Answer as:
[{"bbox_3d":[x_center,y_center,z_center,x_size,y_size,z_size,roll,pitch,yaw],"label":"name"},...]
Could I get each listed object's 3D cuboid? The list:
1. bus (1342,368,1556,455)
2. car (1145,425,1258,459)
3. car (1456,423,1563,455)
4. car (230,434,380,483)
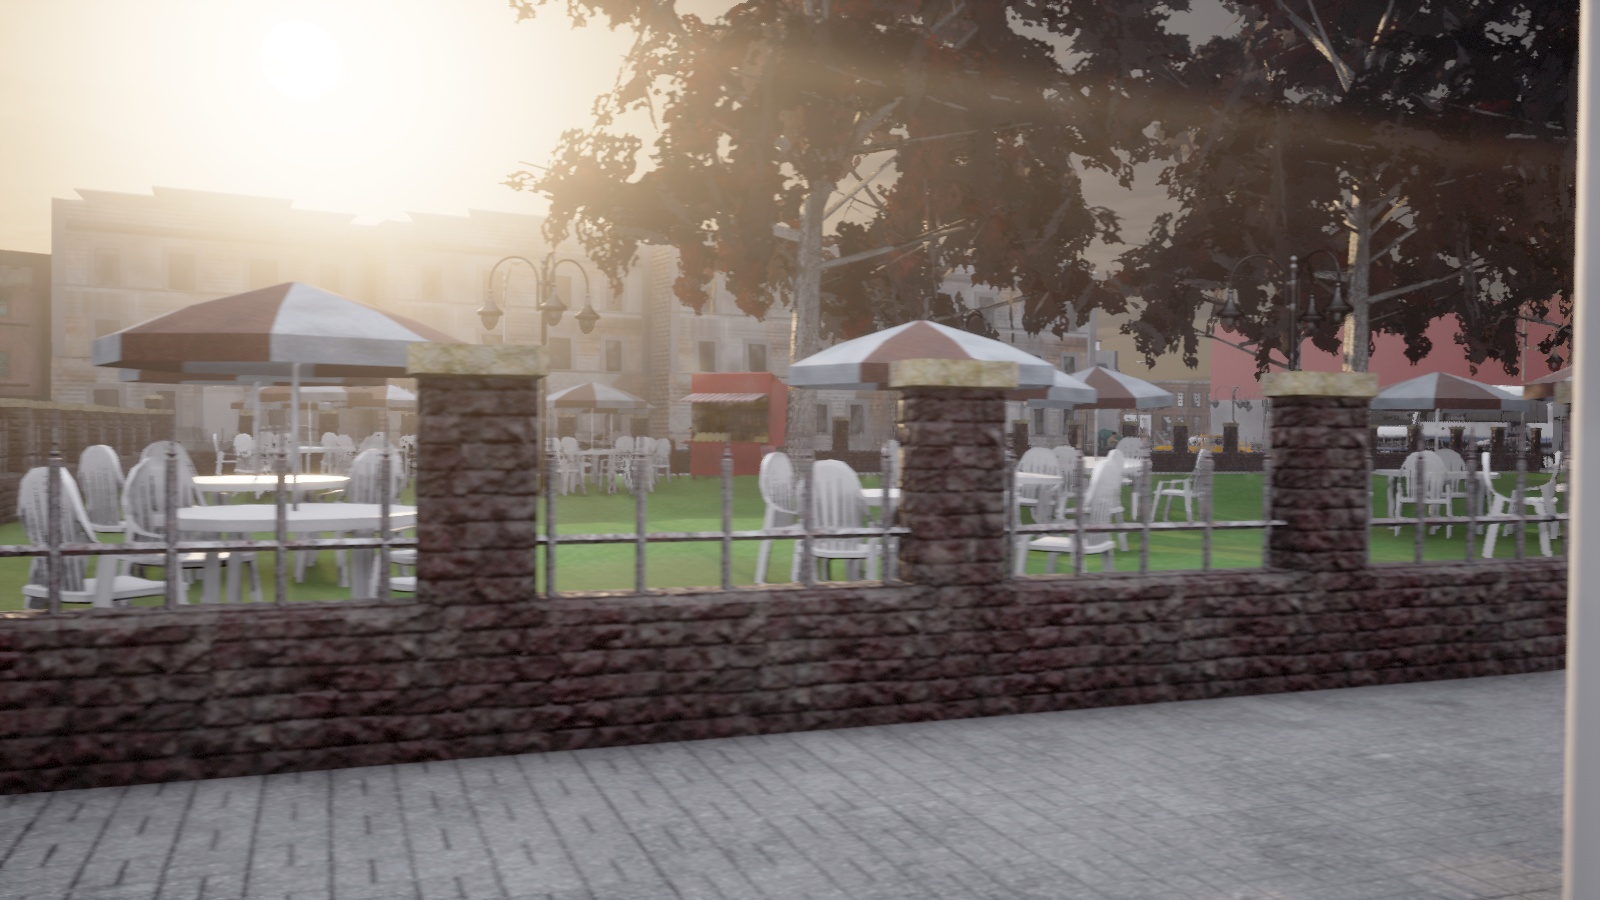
[{"bbox_3d":[33.559,-1.995,64.924,10.273,4.253,3.944,-1,1,-21],"label":"bus"},{"bbox_3d":[18.986,-0.394,59.408,5.008,1.535,1.882,-1,1,-21],"label":"car"},{"bbox_3d":[34.485,-0.560,61.015,4.892,1.490,1.837,-1,1,-21],"label":"car"},{"bbox_3d":[-16.415,0.244,41.669,4.514,1.525,2.007,-1,1,-24],"label":"car"}]
